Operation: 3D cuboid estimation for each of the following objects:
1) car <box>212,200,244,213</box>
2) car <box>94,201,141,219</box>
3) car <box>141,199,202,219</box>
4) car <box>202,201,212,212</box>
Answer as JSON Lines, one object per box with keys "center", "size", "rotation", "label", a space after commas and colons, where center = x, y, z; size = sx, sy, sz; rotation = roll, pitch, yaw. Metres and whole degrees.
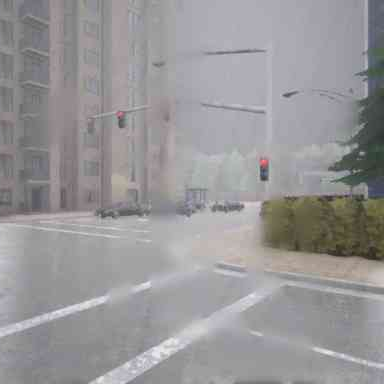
{"center": [3.970, 1.601, 37.183], "size": [1.895, 1.301, 4.718], "rotation": [0, 0, 36], "label": "car"}
{"center": [-6.012, 1.547, 29.424], "size": [2.033, 1.411, 5.357], "rotation": [0, 0, 36], "label": "car"}
{"center": [-1.677, 1.547, 29.435], "size": [2.033, 1.411, 5.357], "rotation": [0, 0, 36], "label": "car"}
{"center": [-0.329, 1.491, 37.228], "size": [2.128, 1.511, 4.902], "rotation": [0, 0, 36], "label": "car"}
